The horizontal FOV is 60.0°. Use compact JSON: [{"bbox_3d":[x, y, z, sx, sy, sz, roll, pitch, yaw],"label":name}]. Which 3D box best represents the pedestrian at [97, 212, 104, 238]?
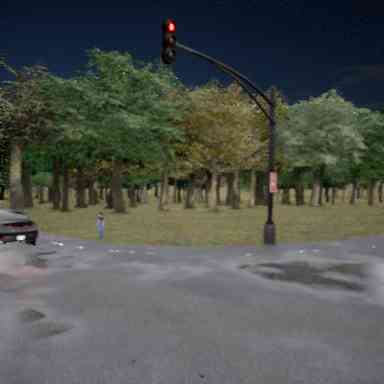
[{"bbox_3d":[-4.463,1.566,16.292,0.375,1.300,0.375,2,4,40],"label":"pedestrian"}]

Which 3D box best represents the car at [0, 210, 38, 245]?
[{"bbox_3d":[-8.428,1.539,14.471,4.892,1.490,1.837,-1,0,41],"label":"car"}]
